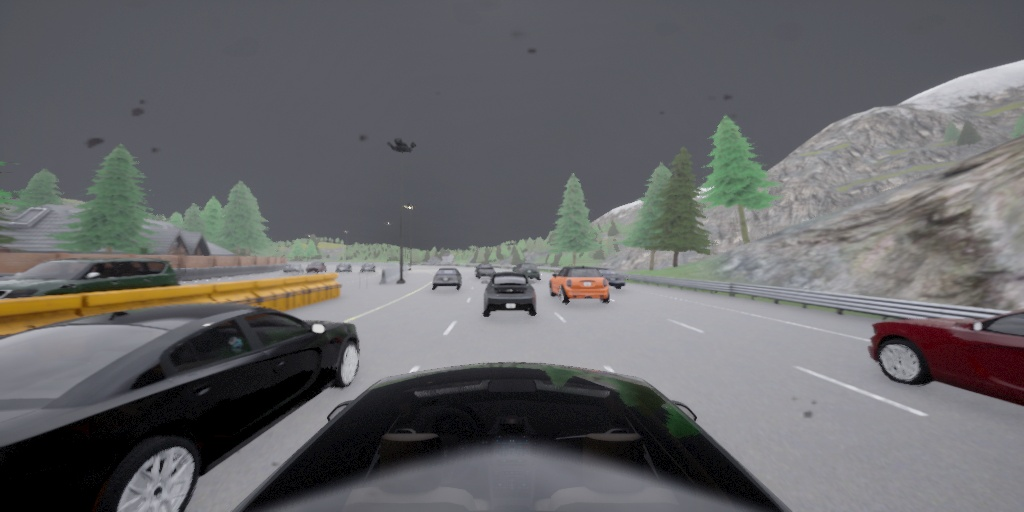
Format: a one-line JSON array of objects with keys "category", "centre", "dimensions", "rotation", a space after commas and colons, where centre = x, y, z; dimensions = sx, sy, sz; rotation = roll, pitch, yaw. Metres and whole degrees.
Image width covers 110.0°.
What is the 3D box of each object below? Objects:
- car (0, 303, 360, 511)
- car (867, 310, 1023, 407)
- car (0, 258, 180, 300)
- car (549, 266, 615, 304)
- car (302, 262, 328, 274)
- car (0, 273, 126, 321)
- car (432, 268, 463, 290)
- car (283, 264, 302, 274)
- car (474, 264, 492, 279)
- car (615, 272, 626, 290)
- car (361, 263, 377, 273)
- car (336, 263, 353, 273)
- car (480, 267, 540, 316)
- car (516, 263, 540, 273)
[{"category": "car", "centre": [-3.421, 1.251, 3.946], "dimensions": [1.882, 1.535, 5.008], "rotation": [0, 0, 0]}, {"category": "car", "centre": [7.078, 1.253, 4.089], "dimensions": [1.882, 1.535, 5.008], "rotation": [0, 0, 0]}, {"category": "car", "centre": [-14.243, 1.077, 12.006], "dimensions": [2.150, 2.045, 5.566], "rotation": [0, 0, -2]}, {"category": "car", "centre": [3.149, 1.268, 17.687], "dimensions": [2.097, 1.767, 4.553], "rotation": [0, -1, -4]}, {"category": "car", "centre": [-28.154, 1.621, 51.748], "dimensions": [2.097, 1.767, 4.553], "rotation": [0, -1, -17]}, {"category": "car", "centre": [-17.774, 1.414, 12.948], "dimensions": [2.033, 1.411, 5.357], "rotation": [0, -1, -2]}, {"category": "car", "centre": [-4.463, 1.540, 25.042], "dimensions": [2.033, 1.411, 5.357], "rotation": [0, -1, -6]}, {"category": "car", "centre": [-32.127, 1.881, 52.822], "dimensions": [1.895, 1.301, 4.718], "rotation": [0, -1, -18]}, {"category": "car", "centre": [-2.975, 1.625, 38.520], "dimensions": [2.128, 1.511, 4.902], "rotation": [0, -1, -11]}, {"category": "car", "centre": [6.088, 1.540, 25.030], "dimensions": [2.033, 1.411, 5.357], "rotation": [0, -1, -6]}, {"category": "car", "centre": [-21.581, 1.787, 54.183], "dimensions": [2.128, 1.511, 4.902], "rotation": [0, -1, -17]}, {"category": "car", "centre": [-25.142, 1.783, 53.870], "dimensions": [2.128, 1.511, 4.902], "rotation": [0, -1, -17]}, {"category": "car", "centre": [-0.143, 1.386, 14.109], "dimensions": [1.837, 1.490, 4.892], "rotation": [0, 0, -2]}, {"category": "car", "centre": [1.234, 1.443, 34.568], "dimensions": [2.097, 1.767, 4.553], "rotation": [0, -1, -9]}]
